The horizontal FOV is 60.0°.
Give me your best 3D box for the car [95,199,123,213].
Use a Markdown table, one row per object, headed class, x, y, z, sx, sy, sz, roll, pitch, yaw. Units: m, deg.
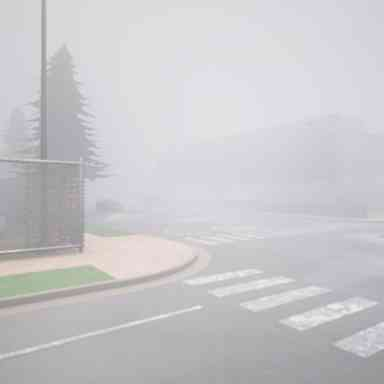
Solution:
| class | x | y | z | sx | sy | sz | roll | pitch | yaw |
| --- | --- | --- | --- | --- | --- | --- | --- | --- | --- |
| car | -9.452 | 1.506 | 37.555 | 2.128 | 1.511 | 4.902 | 0 | 0 | -35 |
